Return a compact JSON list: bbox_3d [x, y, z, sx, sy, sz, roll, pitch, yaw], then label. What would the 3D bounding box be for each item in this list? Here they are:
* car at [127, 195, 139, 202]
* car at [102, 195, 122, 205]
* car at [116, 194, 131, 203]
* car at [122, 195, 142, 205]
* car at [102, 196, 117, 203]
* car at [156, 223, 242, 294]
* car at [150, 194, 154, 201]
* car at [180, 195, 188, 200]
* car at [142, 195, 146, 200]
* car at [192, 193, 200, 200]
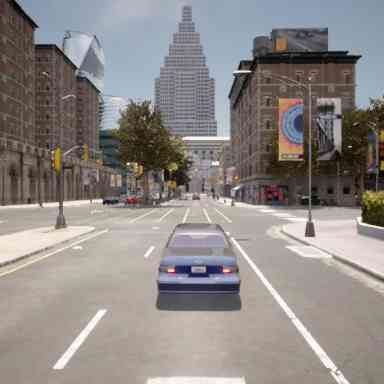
[{"bbox_3d":[-13.993,1.478,78.898,1.882,1.535,5.008,0,0,1],"label":"car"},{"bbox_3d":[-14.328,1.601,58.693,1.895,1.301,4.718,0,0,1],"label":"car"},{"bbox_3d":[-14.124,1.355,68.799,2.097,1.767,4.553,0,0,1],"label":"car"},{"bbox_3d":[-10.809,1.478,59.873,1.882,1.535,5.008,0,0,1],"label":"car"},{"bbox_3d":[-17.360,1.595,69.847,1.895,1.301,4.718,0,0,1],"label":"car"},{"bbox_3d":[0.175,1.547,8.947,2.033,1.411,5.357,0,0,1],"label":"car"},{"bbox_3d":[-10.482,1.355,79.657,2.097,1.767,4.553,0,0,1],"label":"car"},{"bbox_3d":[-2.346,1.519,90.101,1.812,1.442,4.674,0,0,1],"label":"car"},{"bbox_3d":[-10.612,1.500,69.669,1.837,1.490,4.892,0,0,1],"label":"car"},{"bbox_3d":[1.154,1.350,90.026,2.097,1.767,4.553,0,0,1],"label":"car"}]
